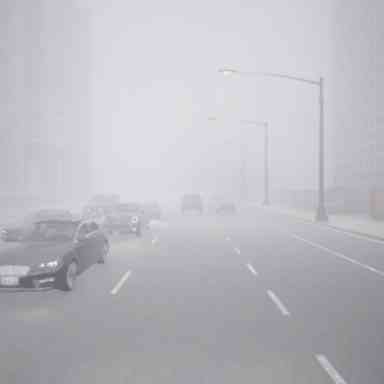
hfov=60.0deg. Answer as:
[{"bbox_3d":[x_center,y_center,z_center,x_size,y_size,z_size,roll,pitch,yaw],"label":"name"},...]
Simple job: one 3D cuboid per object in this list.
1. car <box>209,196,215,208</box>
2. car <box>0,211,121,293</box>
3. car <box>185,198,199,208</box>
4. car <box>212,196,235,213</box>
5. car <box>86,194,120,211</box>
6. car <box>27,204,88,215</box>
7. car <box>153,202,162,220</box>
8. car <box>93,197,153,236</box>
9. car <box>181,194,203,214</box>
[{"bbox_3d":[3.506,1.354,47.771,2.097,1.767,4.553,0,0,0],"label":"car"},{"bbox_3d":[-3.603,1.492,9.024,2.128,1.511,4.902,0,0,0],"label":"car"},{"bbox_3d":[0.003,1.568,47.726,1.994,1.385,4.181,0,0,1],"label":"car"},{"bbox_3d":[3.588,1.528,36.300,1.812,1.442,4.674,0,0,0],"label":"car"},{"bbox_3d":[-7.095,1.224,26.884,2.150,2.045,5.566,0,0,0],"label":"car"},{"bbox_3d":[-7.105,1.549,16.360,2.033,1.411,5.357,0,0,0],"label":"car"},{"bbox_3d":[-3.594,1.566,28.054,1.994,1.385,4.181,0,0,0],"label":"car"},{"bbox_3d":[-3.601,1.353,18.241,2.097,1.767,4.553,0,0,0],"label":"car"},{"bbox_3d":[-0.008,1.224,35.325,2.150,2.045,5.566,0,0,0],"label":"car"}]
